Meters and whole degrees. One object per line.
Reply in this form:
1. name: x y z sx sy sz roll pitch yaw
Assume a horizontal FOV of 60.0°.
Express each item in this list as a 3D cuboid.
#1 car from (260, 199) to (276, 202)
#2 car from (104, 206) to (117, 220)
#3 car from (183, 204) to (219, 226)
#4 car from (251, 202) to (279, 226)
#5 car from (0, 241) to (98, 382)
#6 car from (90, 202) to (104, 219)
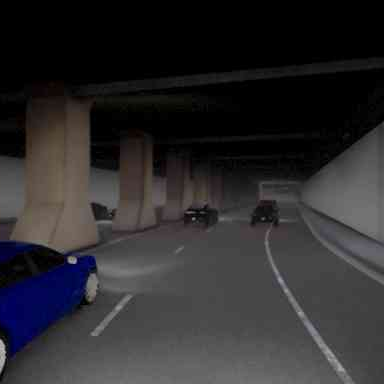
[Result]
1. car: 10.149 1.854 45.688 1.837 1.490 4.892 0 0 17
2. car: -5.515 1.676 29.552 1.837 1.490 4.892 0 0 16
3. car: 0.773 1.662 25.174 2.128 1.511 4.902 0 0 16
4. car: 5.609 1.721 25.478 1.812 1.442 4.674 0 0 16
5. car: -3.050 1.499 5.165 1.882 1.535 5.008 0 0 4
6. car: -9.309 1.628 29.046 1.882 1.535 5.008 0 0 16
